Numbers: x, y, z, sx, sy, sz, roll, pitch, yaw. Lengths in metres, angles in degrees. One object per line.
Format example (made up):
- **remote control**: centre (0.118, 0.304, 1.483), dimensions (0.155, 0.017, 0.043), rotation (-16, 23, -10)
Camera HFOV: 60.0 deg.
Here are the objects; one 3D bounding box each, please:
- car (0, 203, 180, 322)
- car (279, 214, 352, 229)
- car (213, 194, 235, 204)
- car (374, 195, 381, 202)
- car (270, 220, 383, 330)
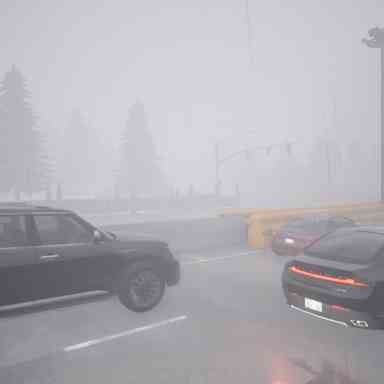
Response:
- **car**: centre (-2.904, 1.218, 5.974), dimensions (5.566, 2.045, 2.150), rotation (0, 0, -36)
- **car**: centre (4.627, 1.440, 11.339), dimensions (4.181, 1.385, 1.994), rotation (-1, 1, -35)
- **car**: centre (4.738, 1.024, 50.124), dimensions (2.128, 1.511, 4.902), rotation (-1, 1, -35)
- **car**: centre (27.614, 0.789, 46.306), dimensions (4.892, 1.490, 1.837), rotation (-1, 1, -20)
- **car**: centre (3.817, 1.434, 6.471), dimensions (4.892, 1.490, 1.837), rotation (-1, 1, -35)
